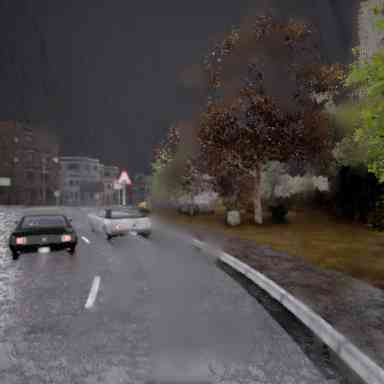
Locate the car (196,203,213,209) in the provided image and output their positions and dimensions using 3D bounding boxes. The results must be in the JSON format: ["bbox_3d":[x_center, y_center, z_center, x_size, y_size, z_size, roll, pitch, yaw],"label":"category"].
[{"bbox_3d":[3.474,3.931,93.381,4.553,1.767,2.185,0,-2,8],"label":"car"}]

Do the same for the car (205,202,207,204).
[{"bbox_3d":[0.165,2.860,68.825,4.553,1.767,2.185,0,-3,8],"label":"car"}]

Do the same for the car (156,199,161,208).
[{"bbox_3d":[-5.803,2.487,65.695,2.150,2.045,5.566,0,-3,8],"label":"car"}]

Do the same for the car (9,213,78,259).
[{"bbox_3d":[-5.253,1.389,11.856,1.895,1.301,4.718,0,1,-24],"label":"car"}]

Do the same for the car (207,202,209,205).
[{"bbox_3d":[0.918,3.288,74.275,4.674,1.452,2.002,0,-3,8],"label":"car"}]

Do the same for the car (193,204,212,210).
[{"bbox_3d":[2.714,3.849,87.922,4.892,1.521,2.231,0,-2,8],"label":"car"}]

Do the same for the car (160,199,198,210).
[{"bbox_3d":[-1.975,2.110,52.459,4.892,1.521,2.231,0,-3,8],"label":"car"}]

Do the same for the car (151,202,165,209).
[{"bbox_3d":[-7.717,3.104,76.023,1.882,1.535,5.008,0,-3,8],"label":"car"}]

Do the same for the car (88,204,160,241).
[{"bbox_3d":[-3.400,1.333,15.175,1.895,1.301,4.718,0,1,-29],"label":"car"}]

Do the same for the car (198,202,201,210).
[{"bbox_3d":[-1.613,2.261,55.186,5.008,1.535,2.097,0,-3,8],"label":"car"}]

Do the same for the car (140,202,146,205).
[{"bbox_3d":[-9.087,2.696,65.667,1.882,1.535,5.008,0,-3,8],"label":"car"}]

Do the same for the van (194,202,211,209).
[{"bbox_3d":[2.969,3.729,90.677,4.442,1.987,1.878,0,-2,8],"label":"van"}]

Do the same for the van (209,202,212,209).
[{"bbox_3d":[2.116,3.395,82.455,4.442,1.987,1.878,0,-2,8],"label":"van"}]
